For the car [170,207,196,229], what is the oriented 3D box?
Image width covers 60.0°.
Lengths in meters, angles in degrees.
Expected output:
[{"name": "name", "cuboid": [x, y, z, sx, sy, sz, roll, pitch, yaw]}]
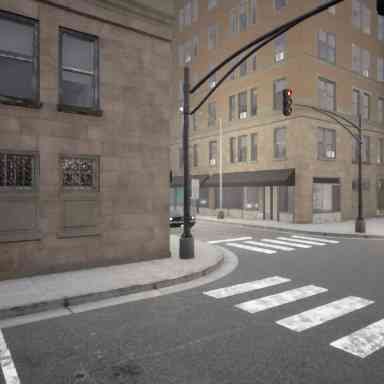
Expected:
[{"name": "car", "cuboid": [-1.779, 1.502, 19.818, 1.895, 1.301, 4.718, 0, 0, -36]}]
